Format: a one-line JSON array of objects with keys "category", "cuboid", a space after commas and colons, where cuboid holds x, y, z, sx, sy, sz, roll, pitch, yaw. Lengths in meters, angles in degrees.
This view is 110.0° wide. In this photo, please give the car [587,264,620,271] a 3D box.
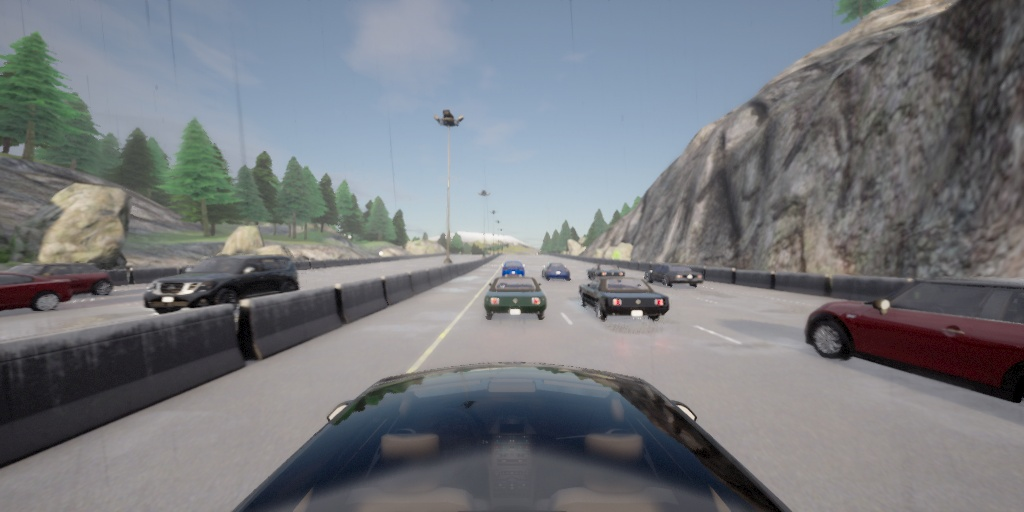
[{"category": "car", "cuboid": [7.107, 1.302, 27.620, 1.895, 1.301, 4.718, 0, 0, 0]}]

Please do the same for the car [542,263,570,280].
[{"category": "car", "cuboid": [3.608, 1.249, 29.866, 1.994, 1.385, 4.181, 0, 0, 0]}]

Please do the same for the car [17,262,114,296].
[{"category": "car", "cuboid": [-21.074, 1.104, 15.991, 2.097, 1.767, 4.553, 0, 0, 0]}]

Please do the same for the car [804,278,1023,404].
[{"category": "car", "cuboid": [7.101, 1.110, 5.517, 2.097, 1.767, 4.553, 0, 0, 0]}]

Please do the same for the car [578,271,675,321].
[{"category": "car", "cuboid": [3.603, 1.359, 12.530, 1.895, 1.301, 4.718, 0, 0, 0]}]

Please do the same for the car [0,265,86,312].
[{"category": "car", "cuboid": [-17.588, 1.236, 11.419, 1.882, 1.535, 5.008, 0, 0, 0]}]

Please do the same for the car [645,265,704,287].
[{"category": "car", "cuboid": [10.606, 1.272, 23.896, 2.033, 1.411, 5.357, 0, 0, 0]}]

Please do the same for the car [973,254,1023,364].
[{"category": "car", "cuboid": [10.601, 0.978, 4.619, 2.150, 2.045, 5.566, 0, 0, 0]}]

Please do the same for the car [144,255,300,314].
[{"category": "car", "cuboid": [-10.587, 0.978, 13.802, 2.150, 2.045, 5.566, 0, 0, 0]}]

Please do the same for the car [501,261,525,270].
[{"category": "car", "cuboid": [0.108, 1.155, 31.007, 1.882, 1.535, 5.008, 0, 0, 0]}]

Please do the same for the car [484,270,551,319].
[{"category": "car", "cuboid": [0.103, 1.359, 12.786, 1.895, 1.301, 4.718, 0, 0, 0]}]
